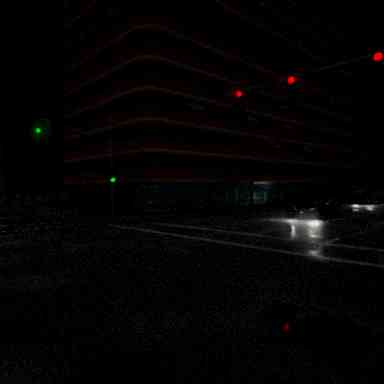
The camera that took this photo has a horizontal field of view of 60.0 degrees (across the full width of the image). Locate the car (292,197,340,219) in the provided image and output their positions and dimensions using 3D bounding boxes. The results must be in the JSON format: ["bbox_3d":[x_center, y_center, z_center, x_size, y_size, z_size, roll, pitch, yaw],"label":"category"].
[{"bbox_3d":[9.076,1.075,24.065,4.674,1.442,1.812,-1,1,-44],"label":"car"}]

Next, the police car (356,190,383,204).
[{"bbox_3d":[21.700,0.607,40.638,5.238,1.638,1.930,-1,1,-43],"label":"police car"}]
